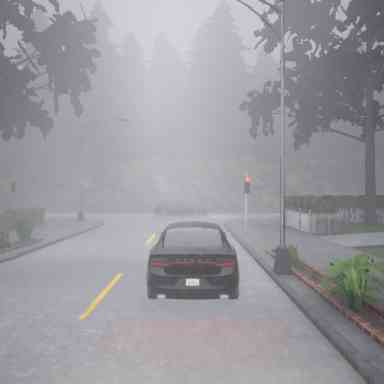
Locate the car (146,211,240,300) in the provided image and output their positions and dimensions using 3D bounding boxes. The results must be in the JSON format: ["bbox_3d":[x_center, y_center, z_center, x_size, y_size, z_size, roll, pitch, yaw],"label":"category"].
[{"bbox_3d":[0.040,1.478,8.481,1.882,1.535,5.008,0,0,1],"label":"car"}]

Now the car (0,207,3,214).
[{"bbox_3d":[-19.646,1.526,30.046,4.674,1.442,1.812,0,0,0],"label":"car"}]

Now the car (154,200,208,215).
[{"bbox_3d":[-0.974,1.505,30.022,4.892,1.490,1.837,0,0,0],"label":"car"}]
